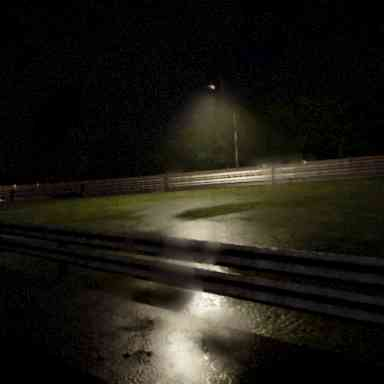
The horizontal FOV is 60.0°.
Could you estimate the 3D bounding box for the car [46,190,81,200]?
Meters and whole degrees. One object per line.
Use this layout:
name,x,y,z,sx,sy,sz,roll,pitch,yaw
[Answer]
car,-16.964,0.422,44.173,4.718,1.301,1.895,-4,-2,21
